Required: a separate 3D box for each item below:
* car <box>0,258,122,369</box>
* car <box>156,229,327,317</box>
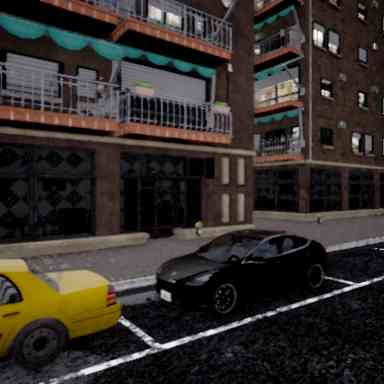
[{"bbox_3d":[-3.349,1.527,4.167,4.829,1.417,1.752,0,0,-35],"label":"car"},{"bbox_3d":[1.286,1.552,7.472,4.313,1.339,1.947,0,0,-35],"label":"car"}]
